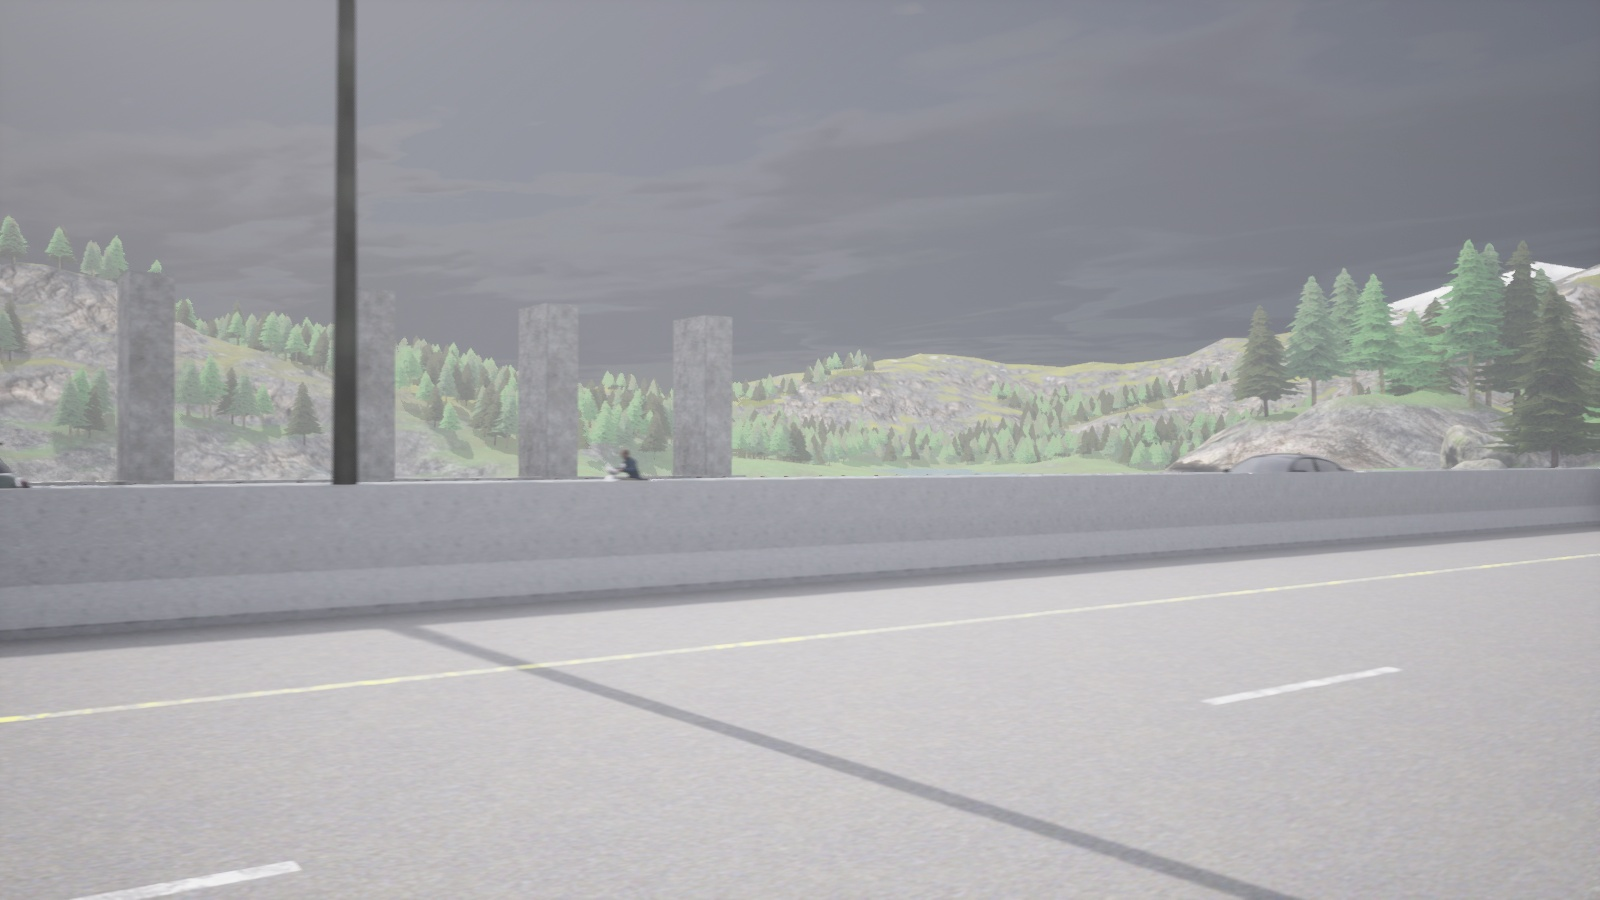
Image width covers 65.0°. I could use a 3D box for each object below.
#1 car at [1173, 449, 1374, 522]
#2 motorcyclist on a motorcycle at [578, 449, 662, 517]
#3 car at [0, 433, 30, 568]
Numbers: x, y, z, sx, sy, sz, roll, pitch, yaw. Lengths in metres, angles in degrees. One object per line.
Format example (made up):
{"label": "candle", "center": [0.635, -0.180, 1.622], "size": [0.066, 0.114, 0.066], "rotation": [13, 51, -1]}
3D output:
{"label": "car", "center": [10.938, 0.769, 28.865], "size": [5.008, 1.535, 1.882], "rotation": [0, 0, -36]}
{"label": "motorcyclist on a motorcycle", "center": [-4.389, 0.783, 30.659], "size": [1.817, 1.590, 0.866], "rotation": [0, 0, -36]}
{"label": "car", "center": [-12.652, 0.670, 16.171], "size": [4.553, 1.767, 2.097], "rotation": [0, 0, -35]}
